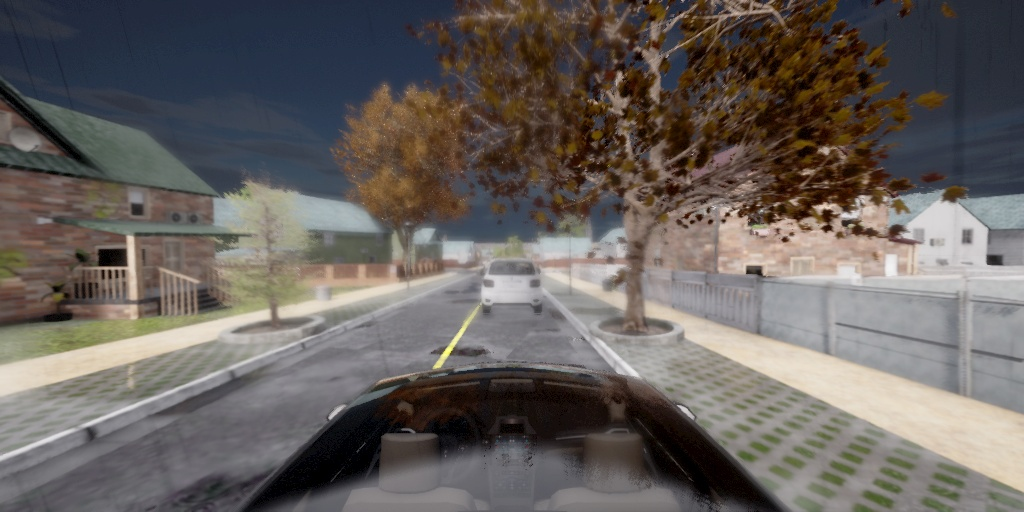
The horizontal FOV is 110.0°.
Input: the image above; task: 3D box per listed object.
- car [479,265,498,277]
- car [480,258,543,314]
[{"bbox_3d":[-2.770,1.743,42.689,1.895,1.301,4.718,0,-1,0],"label":"car"},{"bbox_3d":[0.010,1.083,14.447,2.150,2.045,5.566,0,0,0],"label":"car"}]
